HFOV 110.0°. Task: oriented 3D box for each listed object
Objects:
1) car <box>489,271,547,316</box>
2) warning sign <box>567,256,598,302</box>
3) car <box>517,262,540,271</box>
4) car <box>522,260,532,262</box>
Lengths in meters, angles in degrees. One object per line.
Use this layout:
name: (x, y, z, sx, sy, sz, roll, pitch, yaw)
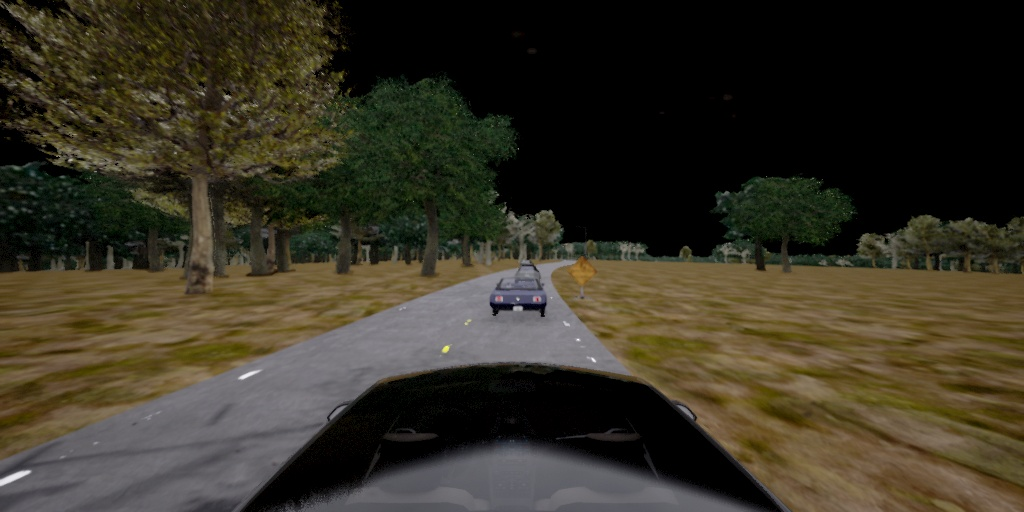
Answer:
car: (0.309, 1.406, 13.651, 1.895, 1.301, 4.718, 0, 0, 3)
warning sign: (2.958, 0.930, 15.169, 1.300, 1.860, 1.060, 0, 0, 3)
car: (1.300, 1.424, 29.314, 1.994, 1.385, 4.181, 0, 0, 6)
car: (2.480, 1.413, 61.462, 1.837, 1.490, 4.892, 0, 0, 11)
